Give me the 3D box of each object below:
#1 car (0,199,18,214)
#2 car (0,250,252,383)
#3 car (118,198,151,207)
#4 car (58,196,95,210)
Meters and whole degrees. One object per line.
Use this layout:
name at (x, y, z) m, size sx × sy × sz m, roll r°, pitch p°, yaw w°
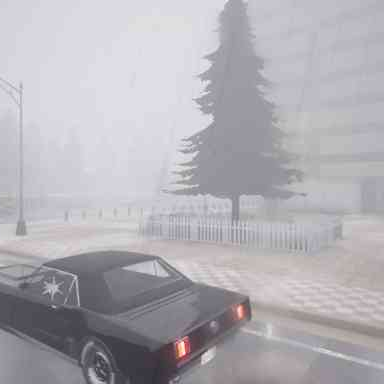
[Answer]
car at (-20.495, 1.478, 33.927) m, size 1.882 × 1.535 × 5.008 m, roll 0°, pitch 0°, yaw 36°
car at (-1.606, 1.601, 5.153) m, size 4.718 × 1.301 × 1.895 m, roll 0°, pitch 0°, yaw 36°
car at (-8.591, 1.547, 50.432) m, size 2.033 × 1.411 × 5.357 m, roll 0°, pitch 0°, yaw 36°
car at (-14.600, 1.352, 42.104) m, size 2.097 × 1.767 × 4.553 m, roll 0°, pitch 0°, yaw 36°
